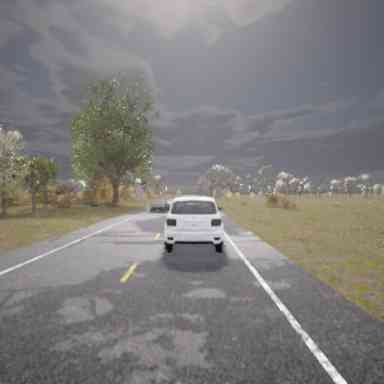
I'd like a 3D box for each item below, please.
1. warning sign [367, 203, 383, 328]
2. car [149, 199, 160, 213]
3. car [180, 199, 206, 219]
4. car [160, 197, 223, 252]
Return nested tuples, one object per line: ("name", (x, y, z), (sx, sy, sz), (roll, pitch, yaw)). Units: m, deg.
("warning sign", (3.541, 1.111, 4.936), (1.300, 1.860, 1.060), (-1, -1, 0))
("car", (-3.594, 1.519, 36.959), (2.033, 1.411, 5.357), (0, 0, 0))
("car", (0.096, 1.467, 30.276), (2.128, 1.511, 4.902), (0, 0, 0))
("car", (0.092, 1.210, 14.060), (2.150, 2.045, 5.566), (0, 0, 1))
